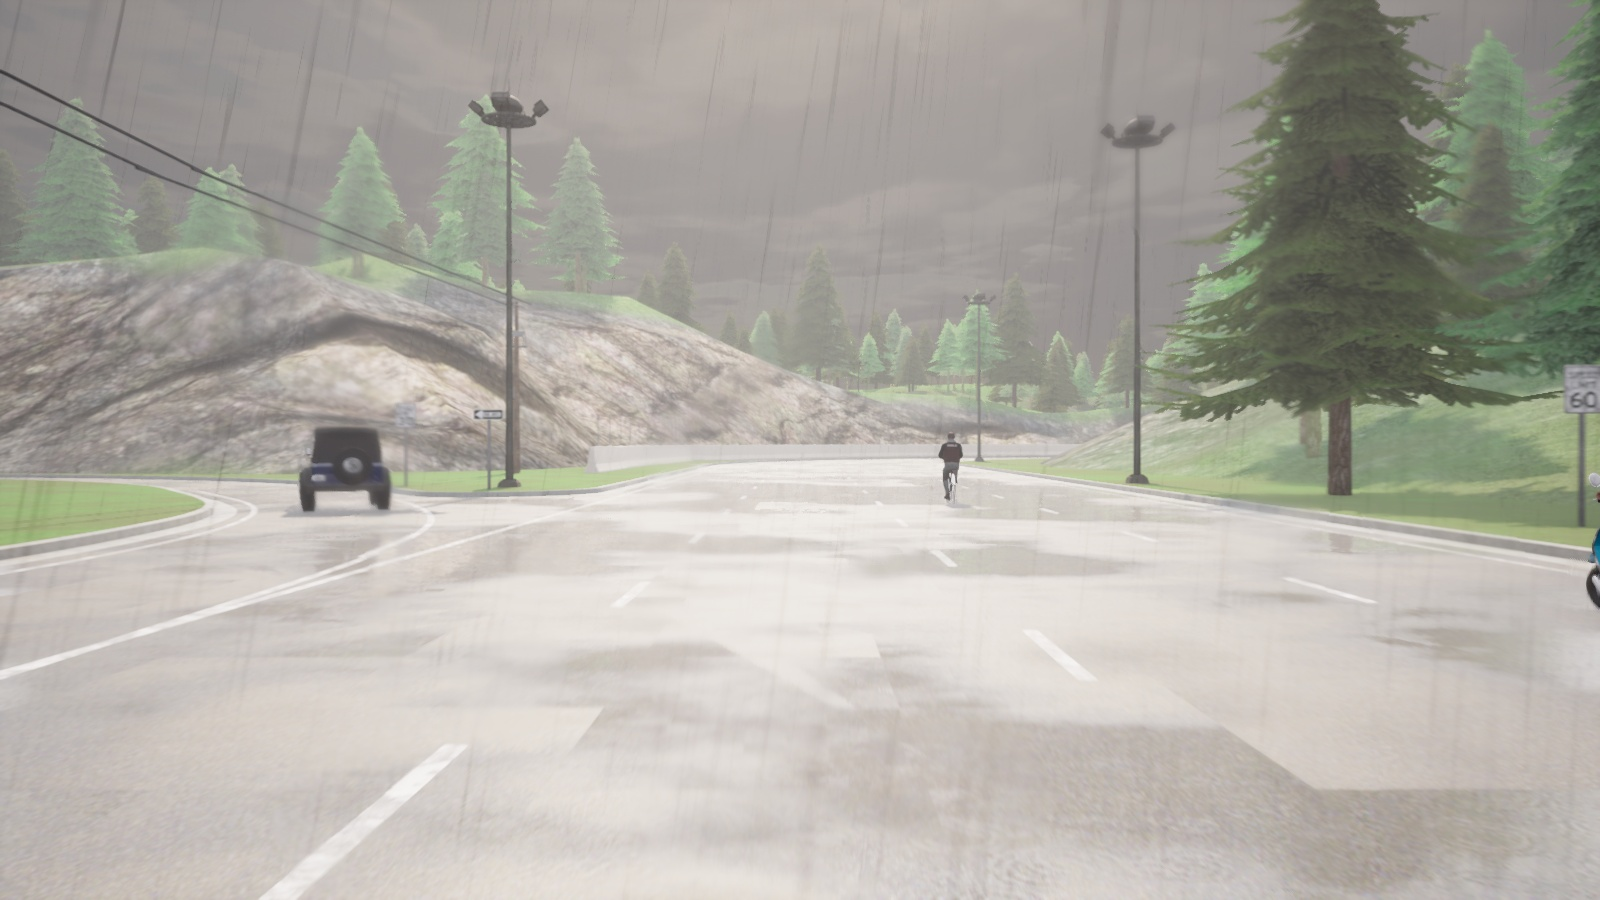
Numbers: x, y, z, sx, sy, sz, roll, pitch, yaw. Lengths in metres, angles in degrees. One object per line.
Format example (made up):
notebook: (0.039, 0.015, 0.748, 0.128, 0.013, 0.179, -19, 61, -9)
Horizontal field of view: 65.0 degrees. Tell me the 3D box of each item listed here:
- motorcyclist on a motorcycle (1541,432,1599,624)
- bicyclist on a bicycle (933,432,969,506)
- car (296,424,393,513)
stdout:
motorcyclist on a motorcycle: (7.075, 0.647, 10.341, 0.866, 1.590, 1.817, 0, 0, 0)
bicyclist on a bicycle: (3.692, 0.445, 30.847, 0.659, 1.776, 1.843, 0, 1, 0)
car: (-10.444, 0.371, 28.636, 1.905, 1.878, 3.866, 0, 0, -22)
